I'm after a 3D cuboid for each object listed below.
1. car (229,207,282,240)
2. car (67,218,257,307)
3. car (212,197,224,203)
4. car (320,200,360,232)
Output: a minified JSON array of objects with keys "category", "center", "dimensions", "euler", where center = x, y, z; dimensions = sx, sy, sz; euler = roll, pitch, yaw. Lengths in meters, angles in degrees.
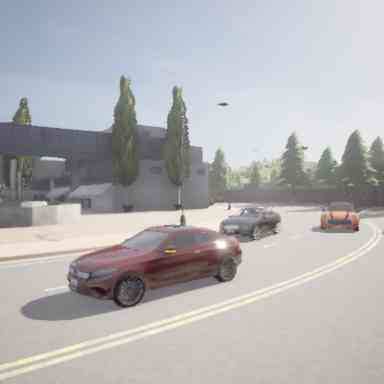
[{"category":"car","center":[3.227,1.587,17.619],"dimensions":[2.128,1.511,4.902],"euler":[0,0,35]},{"category":"car","center":[-0.646,1.582,8.291],"dimensions":[4.674,1.442,1.812],"euler":[0,-1,-41]},{"category":"car","center":[5.929,1.972,80.943],"dimensions":[1.837,1.490,4.892],"euler":[0,0,-31]},{"category":"car","center":[9.481,1.442,21.111],"dimensions":[2.097,1.767,4.553],"euler":[-1,0,27]}]
